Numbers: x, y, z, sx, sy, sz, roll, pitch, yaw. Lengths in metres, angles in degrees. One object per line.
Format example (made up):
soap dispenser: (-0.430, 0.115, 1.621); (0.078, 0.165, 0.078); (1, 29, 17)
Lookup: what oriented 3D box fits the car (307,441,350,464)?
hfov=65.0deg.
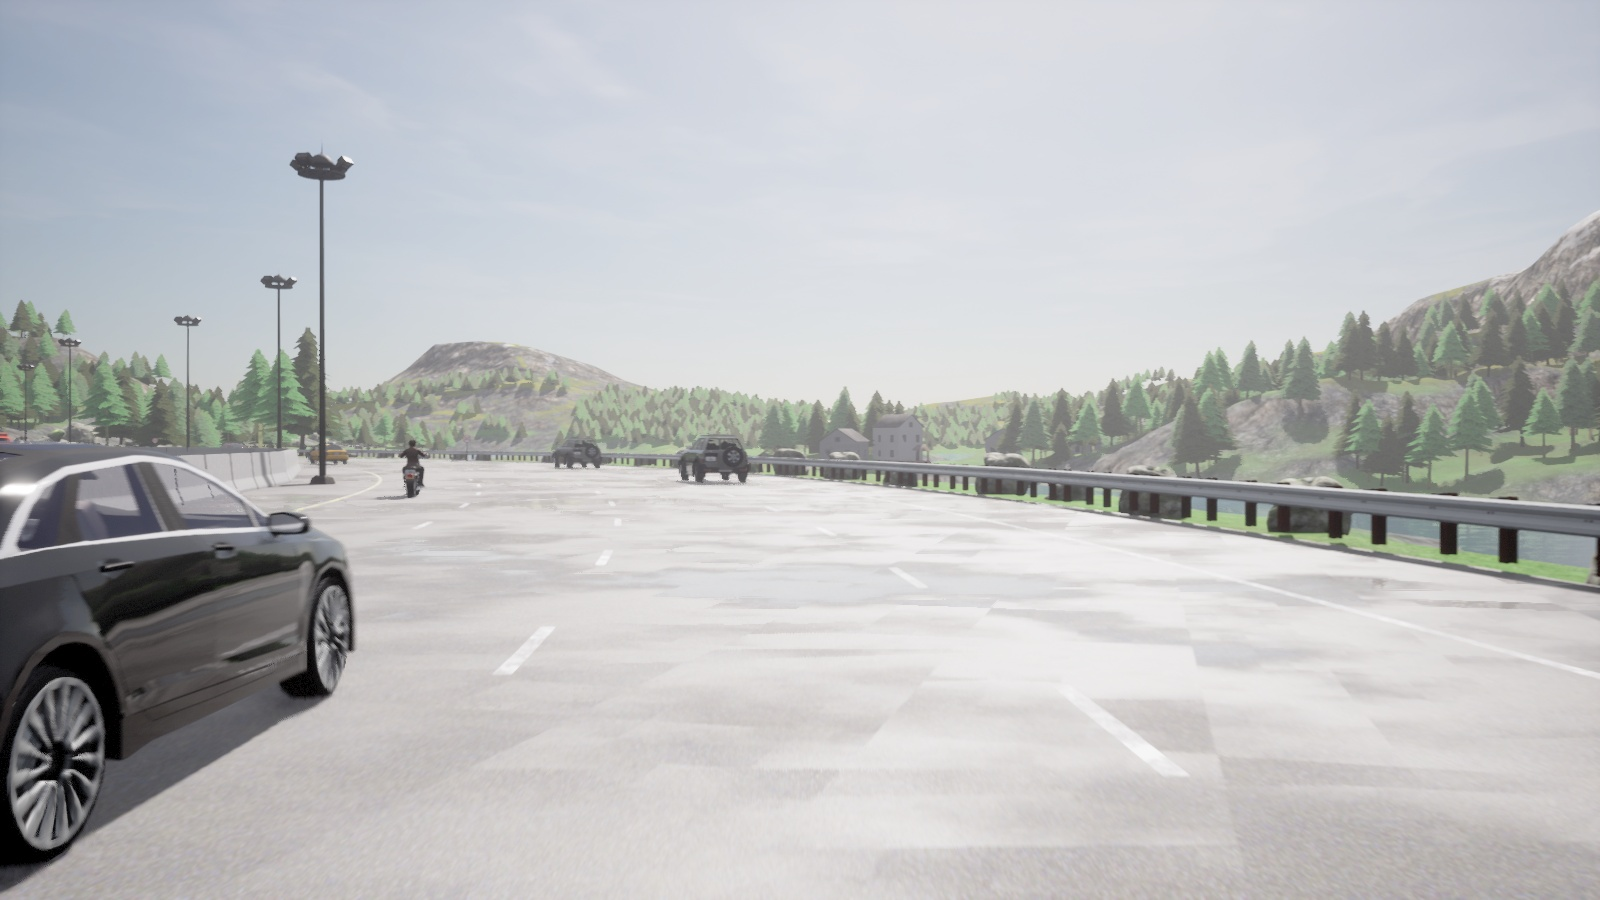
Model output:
car: (-33.601, 0.156, 89.433); (1.801, 1.575, 5.366); (0, 0, -33)

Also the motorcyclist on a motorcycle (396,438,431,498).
motorcyclist on a motorcycle: (-10.963, 0.488, 35.667); (0.766, 1.649, 2.350); (-1, 0, -13)

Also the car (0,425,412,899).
car: (-3.594, 0.666, 5.993); (2.128, 1.511, 4.902); (0, 0, -2)

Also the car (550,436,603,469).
car: (-13.331, 0.133, 74.607); (1.932, 1.855, 4.605); (0, 0, -25)

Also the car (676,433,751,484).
car: (-3.406, 0.288, 48.383); (1.932, 1.855, 4.605); (0, 0, -16)
